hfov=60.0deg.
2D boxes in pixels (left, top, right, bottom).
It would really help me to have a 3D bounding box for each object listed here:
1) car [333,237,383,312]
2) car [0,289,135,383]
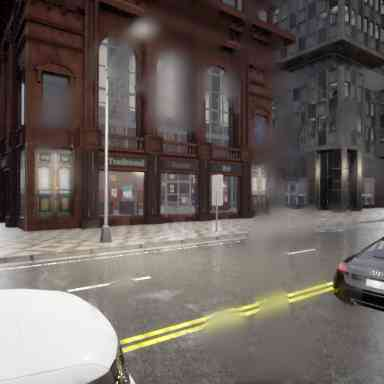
[{"bbox_3d":[4.817,1.562,6.893,4.181,1.385,1.994,0,0,-35],"label":"car"},{"bbox_3d":[-2.920,1.221,1.352,5.566,2.045,2.150,0,0,-36],"label":"car"}]
